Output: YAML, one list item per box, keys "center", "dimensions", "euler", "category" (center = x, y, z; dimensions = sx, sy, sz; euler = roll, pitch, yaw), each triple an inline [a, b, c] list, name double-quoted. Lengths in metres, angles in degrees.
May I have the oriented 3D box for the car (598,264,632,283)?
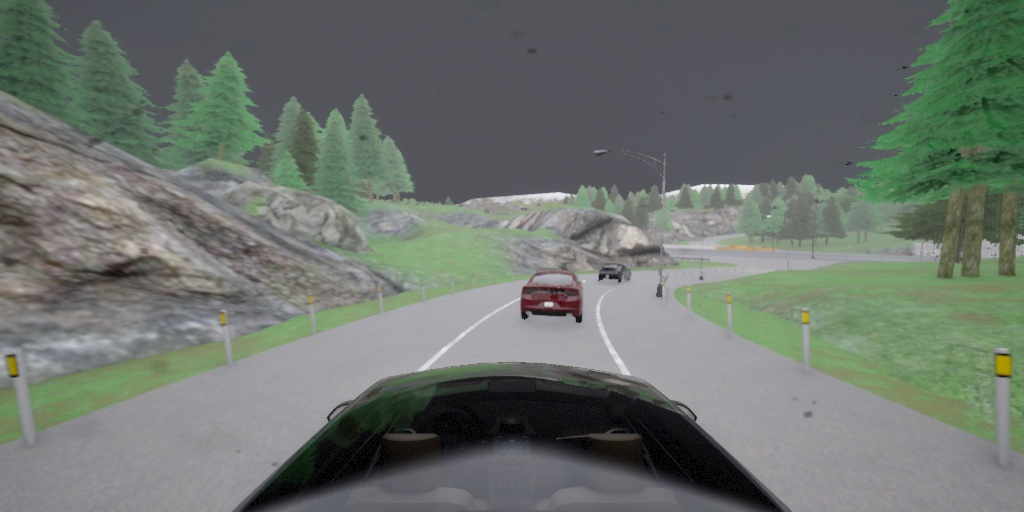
- center: [8.725, 1.382, 30.145]
  dimensions: [1.837, 1.490, 4.892]
  euler: [3, 1, 31]
  category: "car"

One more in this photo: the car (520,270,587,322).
- center: [1.546, 1.227, 12.579]
  dimensions: [1.882, 1.535, 5.008]
  euler: [1, 0, 12]
  category: "car"
